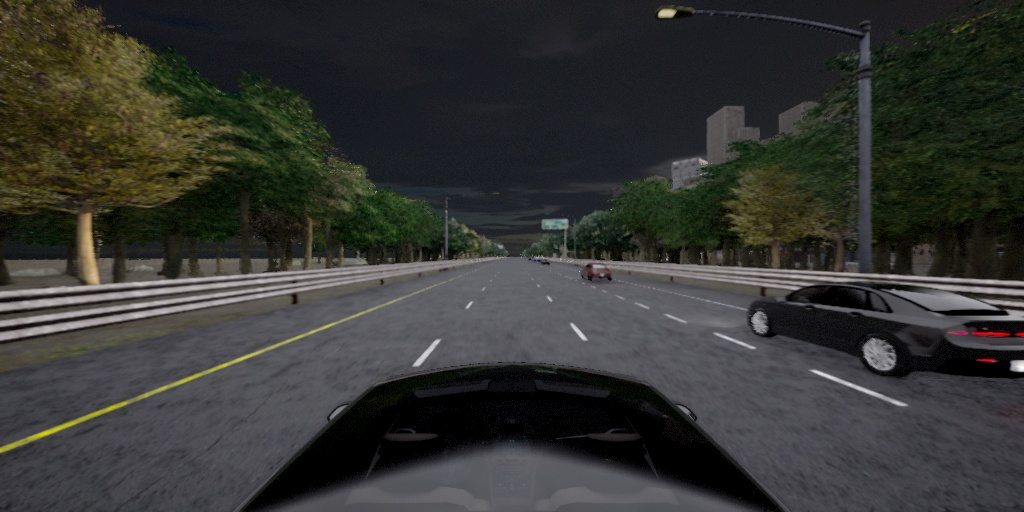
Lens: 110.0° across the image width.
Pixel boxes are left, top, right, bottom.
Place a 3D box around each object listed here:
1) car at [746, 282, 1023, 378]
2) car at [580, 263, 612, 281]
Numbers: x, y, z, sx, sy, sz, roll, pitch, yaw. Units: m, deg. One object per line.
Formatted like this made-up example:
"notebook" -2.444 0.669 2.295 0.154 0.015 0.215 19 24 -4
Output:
"car" 7.000 1.266 7.347 1.837 1.490 4.892 0 0 0
"car" 7.044 1.299 30.272 1.812 1.442 4.674 0 0 0
